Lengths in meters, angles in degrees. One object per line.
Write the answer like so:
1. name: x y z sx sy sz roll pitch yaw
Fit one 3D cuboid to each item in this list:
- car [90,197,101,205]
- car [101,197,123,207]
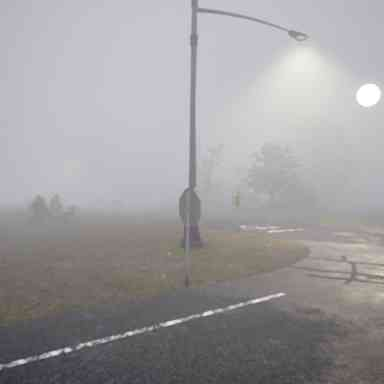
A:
1. car: -17.050 1.594 60.414 1.812 1.442 4.674 1 0 -34
2. car: -12.781 1.606 54.117 1.812 1.442 4.674 1 0 -33
